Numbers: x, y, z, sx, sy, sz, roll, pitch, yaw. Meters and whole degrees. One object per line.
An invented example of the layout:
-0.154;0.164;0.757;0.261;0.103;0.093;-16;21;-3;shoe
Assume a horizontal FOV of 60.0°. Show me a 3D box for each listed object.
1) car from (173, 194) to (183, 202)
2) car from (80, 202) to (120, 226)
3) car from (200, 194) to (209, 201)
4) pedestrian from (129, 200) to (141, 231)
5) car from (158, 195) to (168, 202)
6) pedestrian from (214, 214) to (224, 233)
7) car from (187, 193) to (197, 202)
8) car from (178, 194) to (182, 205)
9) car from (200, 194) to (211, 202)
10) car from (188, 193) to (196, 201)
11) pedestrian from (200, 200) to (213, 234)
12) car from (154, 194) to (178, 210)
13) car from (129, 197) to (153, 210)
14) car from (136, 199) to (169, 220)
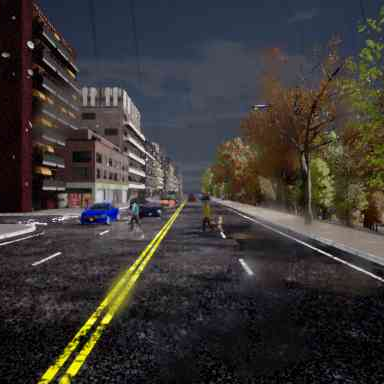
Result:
-3.264;1.353;75.838;2.097;1.767;4.553;0;0;0;car
-6.618;1.540;24.378;1.882;1.535;5.008;-1;0;0;car
3.236;1.294;84.524;2.097;1.767;4.553;0;0;0;car
-3.251;1.301;19.009;0.375;1.860;0.375;0;0;0;pedestrian
-6.512;1.511;74.614;1.837;1.490;4.892;0;0;0;car
1.636;1.675;18.409;0.500;1.100;0.500;0;0;0;pedestrian
-0.012;1.491;74.137;1.882;1.535;5.008;0;0;0;car
-3.329;1.579;60.678;1.994;1.385;4.181;0;0;0;car
3.237;1.513;74.138;1.837;1.490;4.892;0;0;0;car
-0.015;1.164;84.583;2.150;2.045;5.566;0;0;0;car
0.781;1.295;17.808;0.375;1.860;0.375;0;0;0;pedestrian
-3.356;1.359;43.531;2.097;1.767;4.553;0;0;0;car
-6.636;1.483;42.315;1.882;1.535;5.008;0;0;1;car
-3.361;1.609;28.858;1.994;1.385;4.181;0;0;0;car
